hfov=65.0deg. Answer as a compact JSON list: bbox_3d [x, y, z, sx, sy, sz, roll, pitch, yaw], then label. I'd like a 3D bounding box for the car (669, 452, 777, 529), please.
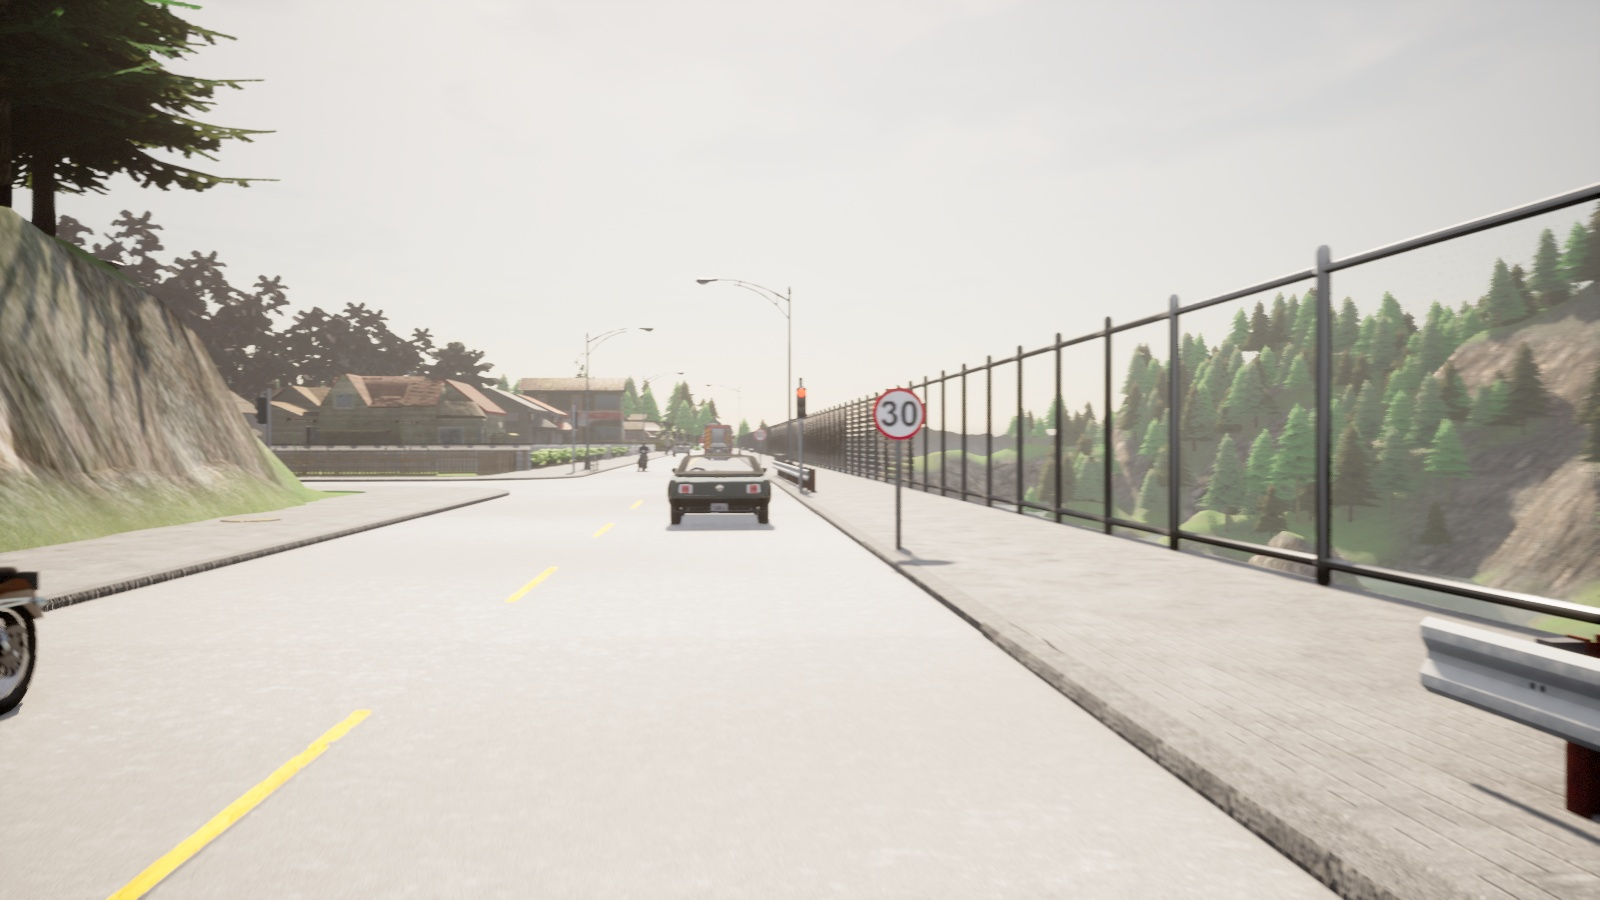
[{"bbox_3d":[-1.496,0.716,24.358,1.895,1.301,4.718,0,0,-4],"label":"car"}]

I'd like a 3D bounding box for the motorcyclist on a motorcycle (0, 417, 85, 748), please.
[{"bbox_3d":[-4.350,0.666,5.895,0.766,1.649,2.350,0,0,-4],"label":"motorcyclist on a motorcycle"}]
